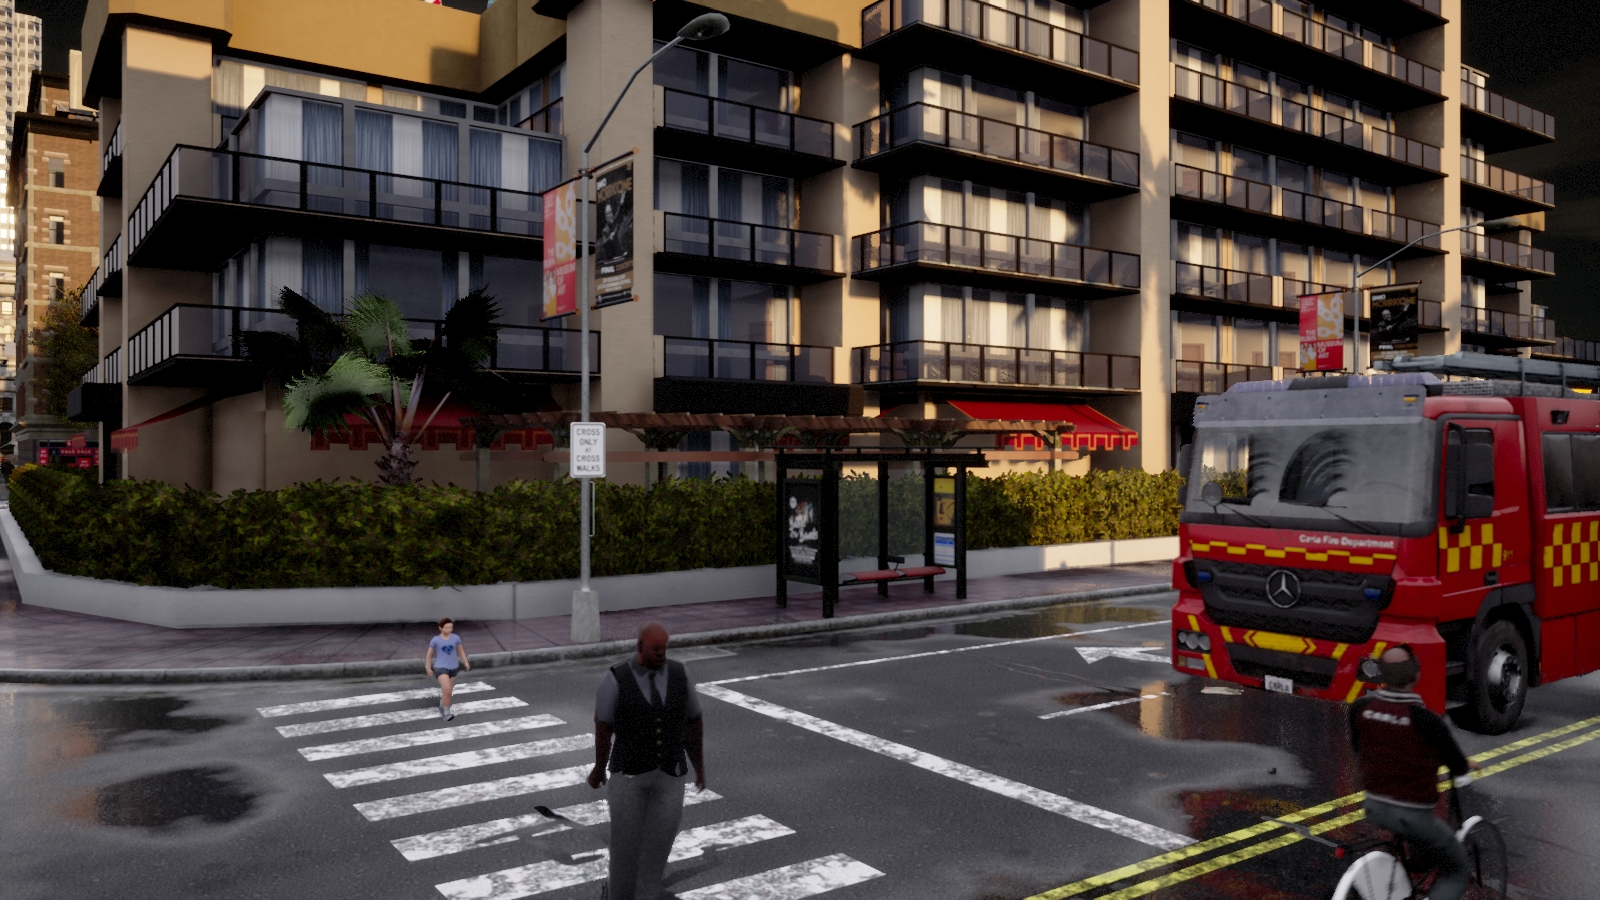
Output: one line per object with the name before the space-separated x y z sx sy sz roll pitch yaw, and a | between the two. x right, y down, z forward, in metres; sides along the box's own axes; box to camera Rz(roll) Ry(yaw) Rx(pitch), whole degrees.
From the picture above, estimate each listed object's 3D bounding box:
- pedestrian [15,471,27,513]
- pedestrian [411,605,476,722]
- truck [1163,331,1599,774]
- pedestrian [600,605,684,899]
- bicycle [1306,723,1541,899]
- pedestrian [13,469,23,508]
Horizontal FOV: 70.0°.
pedestrian | -34.366 1.848 50.404 0.375 1.860 0.375 0 0 -28
pedestrian | -3.749 2.229 12.021 0.500 1.100 0.500 0 0 -39
truck | 8.187 0.891 13.479 8.468 3.827 2.891 0 0 -35
pedestrian | -0.905 1.849 6.535 0.375 1.860 0.375 0 0 -26
bicycle | 3.389 2.210 6.136 1.835 1.171 0.329 0 0 -35
pedestrian | -37.552 1.849 54.886 0.375 1.860 0.375 0 0 -37
